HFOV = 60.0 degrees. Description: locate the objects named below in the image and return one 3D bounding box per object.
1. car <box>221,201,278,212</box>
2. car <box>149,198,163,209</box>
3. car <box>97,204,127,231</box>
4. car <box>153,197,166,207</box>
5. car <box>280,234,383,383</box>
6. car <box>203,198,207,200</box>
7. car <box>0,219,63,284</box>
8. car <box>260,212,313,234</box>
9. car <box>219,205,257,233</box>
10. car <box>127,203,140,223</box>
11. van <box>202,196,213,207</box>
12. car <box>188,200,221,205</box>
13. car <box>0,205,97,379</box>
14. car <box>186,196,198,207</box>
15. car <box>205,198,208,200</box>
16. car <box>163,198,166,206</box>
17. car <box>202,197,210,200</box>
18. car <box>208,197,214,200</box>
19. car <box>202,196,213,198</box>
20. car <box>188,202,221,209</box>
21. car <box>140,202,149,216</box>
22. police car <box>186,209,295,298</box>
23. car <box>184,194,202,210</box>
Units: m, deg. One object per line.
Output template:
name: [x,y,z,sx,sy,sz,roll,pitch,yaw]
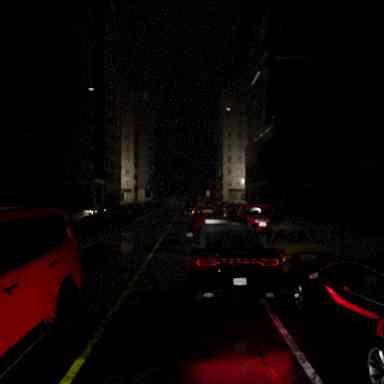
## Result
car: [2.838,1.399,15.807,2.192,1.841,5.009,0,0,0]
car: [-5.731,1.841,48.928,1.802,1.307,4.206,0,0,0]
car: [-5.695,1.658,21.303,1.887,1.381,4.507,0,0,0]
car: [-5.745,1.757,59.979,1.967,1.590,4.097,0,0,0]
car: [2.852,1.592,4.759,1.947,1.339,4.313,0,0,0]
car: [2.802,1.780,43.424,2.008,1.369,4.403,0,0,0]
car: [-5.681,1.637,10.253,1.802,1.307,4.206,0,0,0]
car: [2.845,1.582,10.453,1.752,1.417,4.829,0,0,0]
car: [2.831,1.640,21.500,1.752,1.417,4.829,0,0,0]
car: [-5.702,1.709,26.828,1.947,1.339,4.313,0,0,0]
van: [2.781,1.658,59.996,1.690,1.788,3.998,0,0,0]
car: [0.868,1.609,24.661,1.882,1.535,5.008,0,0,0]
car: [-2.996,1.238,3.705,2.150,2.045,5.566,0,0,0]
car: [-0.078,1.669,60.032,2.097,1.767,4.553,0,0,0]
car: [2.810,1.751,37.900,2.008,1.369,4.403,0,0,0]
car: [-5.738,1.854,54.453,1.947,1.339,4.313,0,0,0]
car: [2.795,1.824,48.947,1.947,1.339,4.313,0,0,0]
car: [2.816,1.612,32.377,1.967,1.590,4.097,0,0,0]
car: [2.788,1.603,54.472,2.192,1.841,5.009,0,0,0]
car: [0.876,1.578,18.660,1.882,1.535,5.008,0,0,0]
car: [-5.709,1.738,32.353,1.947,1.339,4.313,0,0,0]
police car: [0.888,1.473,8.771,1.930,1.638,5.238,0,0,0]
car: [-0.047,1.599,46.627,2.097,1.767,4.553,0,0,0]
